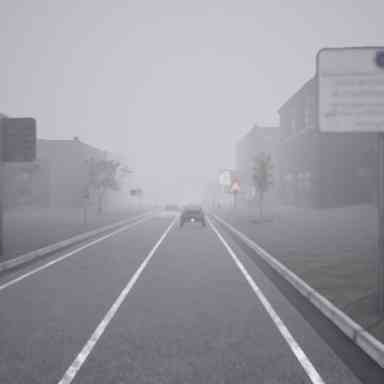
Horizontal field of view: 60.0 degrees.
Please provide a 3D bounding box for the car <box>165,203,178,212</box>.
[{"bbox_3d":[-3.095,2.286,50.558,1.895,1.301,4.718,0,-1,0],"label":"car"}]

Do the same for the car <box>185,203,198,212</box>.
[{"bbox_3d":[-0.017,2.270,49.572,1.895,1.301,4.718,0,-1,0],"label":"car"}]

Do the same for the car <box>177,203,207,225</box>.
[{"bbox_3d":[0.058,1.760,26.016,1.837,1.490,4.892,0,0,0],"label":"car"}]
